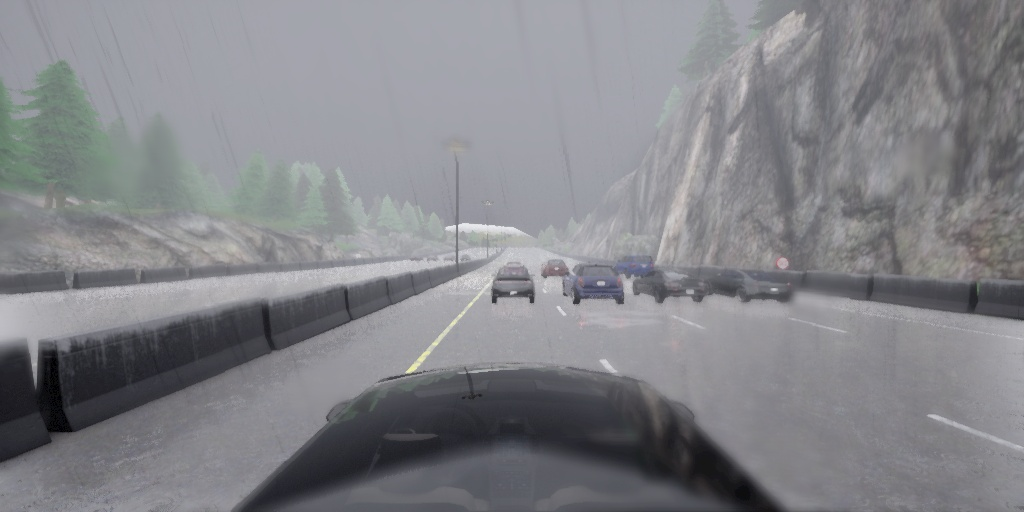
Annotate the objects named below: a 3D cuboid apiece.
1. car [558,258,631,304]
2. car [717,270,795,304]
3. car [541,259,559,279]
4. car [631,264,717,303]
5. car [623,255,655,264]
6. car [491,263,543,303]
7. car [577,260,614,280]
[{"bbox_3d":[3.563,1.114,16.400,2.097,1.767,4.553,0,0,0],"label":"car"},{"bbox_3d":[10.563,1.320,16.375,1.994,1.385,4.181,0,0,0],"label":"car"},{"bbox_3d":[3.679,1.037,31.394,2.097,1.767,4.553,0,0,0],"label":"car"},{"bbox_3d":[7.063,1.281,16.402,1.812,1.442,4.674,0,0,0],"label":"car"},{"bbox_3d":[10.680,0.928,31.400,2.150,2.045,5.566,0,0,0],"label":"car"},{"bbox_3d":[0.063,1.243,16.457,2.128,1.511,4.902,0,0,0],"label":"car"},{"bbox_3d":[7.180,1.166,31.398,2.128,1.511,4.902,0,0,0],"label":"car"}]
